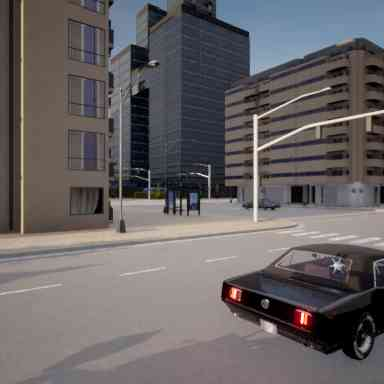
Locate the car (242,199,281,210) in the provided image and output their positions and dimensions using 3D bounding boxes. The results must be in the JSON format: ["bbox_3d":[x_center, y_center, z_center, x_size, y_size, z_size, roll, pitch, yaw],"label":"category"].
[{"bbox_3d":[8.971,1.603,43.407,2.033,1.411,5.357,0,0,-37],"label":"car"}]

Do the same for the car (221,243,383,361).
[{"bbox_3d":[2.866,1.601,5.959,4.718,1.301,1.895,0,0,-36],"label":"car"}]
